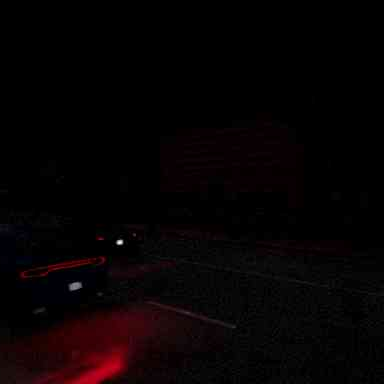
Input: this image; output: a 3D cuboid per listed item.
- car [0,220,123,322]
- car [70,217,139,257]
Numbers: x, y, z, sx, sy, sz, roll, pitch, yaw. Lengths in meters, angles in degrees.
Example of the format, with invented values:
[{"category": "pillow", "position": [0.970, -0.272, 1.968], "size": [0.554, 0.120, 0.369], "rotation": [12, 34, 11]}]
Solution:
[{"category": "car", "position": [-3.910, 1.487, 7.399], "size": [5.008, 1.535, 1.882], "rotation": [0, 0, 40]}, {"category": "car", "position": [-3.797, 1.584, 11.985], "size": [4.181, 1.385, 1.994], "rotation": [0, 0, 42]}]
